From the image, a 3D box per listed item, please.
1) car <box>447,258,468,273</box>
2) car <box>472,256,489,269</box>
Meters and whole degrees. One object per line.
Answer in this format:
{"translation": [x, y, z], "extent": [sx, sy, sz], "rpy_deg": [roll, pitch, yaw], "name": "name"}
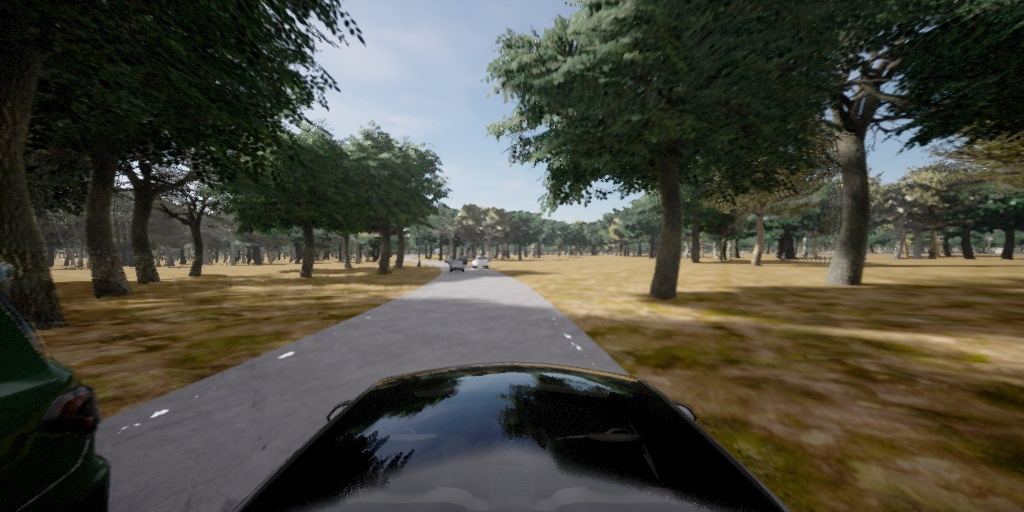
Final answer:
{"translation": [-6.765, 1.322, 44.185], "extent": [1.837, 1.490, 4.892], "rpy_deg": [0, -1, -9], "name": "car"}
{"translation": [-4.994, 1.009, 57.027], "extent": [2.150, 2.045, 5.566], "rpy_deg": [0, 0, -12], "name": "car"}
